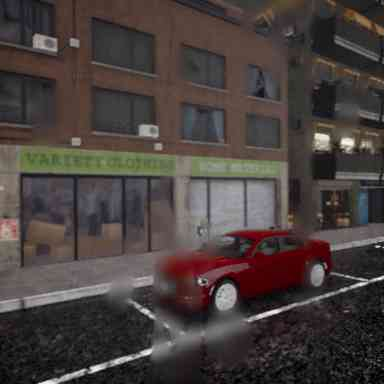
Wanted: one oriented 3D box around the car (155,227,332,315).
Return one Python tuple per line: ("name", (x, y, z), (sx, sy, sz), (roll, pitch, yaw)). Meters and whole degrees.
("car", (1.321, 1.529, 7.511), (4.507, 1.381, 1.887), (0, 0, -35))
